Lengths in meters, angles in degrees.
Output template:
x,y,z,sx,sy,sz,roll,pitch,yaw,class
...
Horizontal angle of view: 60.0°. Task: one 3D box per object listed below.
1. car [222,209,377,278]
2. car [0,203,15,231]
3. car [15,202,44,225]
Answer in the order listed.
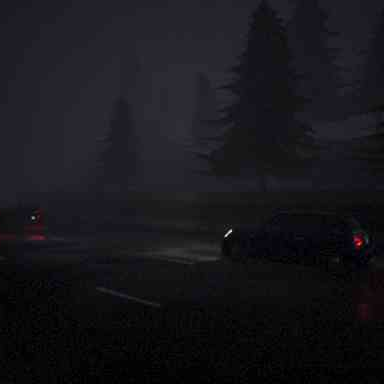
x,y,z,sx,sy,sz,roll,pitch,yaw,class
3.182,1.380,10.529,4.553,1.767,2.097,0,0,37,car
-12.495,1.507,19.701,5.008,1.535,1.882,0,0,45,car
-12.736,1.545,24.948,1.837,1.490,4.892,0,0,-43,car
